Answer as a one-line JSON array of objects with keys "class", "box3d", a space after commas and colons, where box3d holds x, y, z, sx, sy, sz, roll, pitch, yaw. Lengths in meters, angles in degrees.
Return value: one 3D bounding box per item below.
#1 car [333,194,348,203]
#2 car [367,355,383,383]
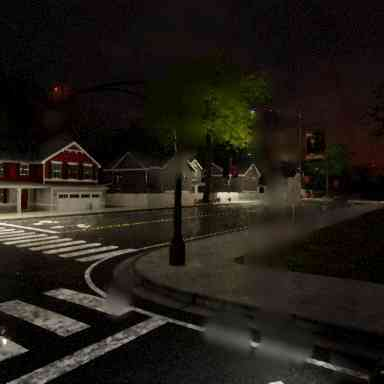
[{"class": "car", "box3d": [27.979, 1.208, 62.741, 2.128, 1.511, 4.902, 1, 0, 36]}, {"class": "car", "box3d": [3.346, 1.506, 1.295, 4.892, 1.490, 1.837, 0, 0, 35]}]
